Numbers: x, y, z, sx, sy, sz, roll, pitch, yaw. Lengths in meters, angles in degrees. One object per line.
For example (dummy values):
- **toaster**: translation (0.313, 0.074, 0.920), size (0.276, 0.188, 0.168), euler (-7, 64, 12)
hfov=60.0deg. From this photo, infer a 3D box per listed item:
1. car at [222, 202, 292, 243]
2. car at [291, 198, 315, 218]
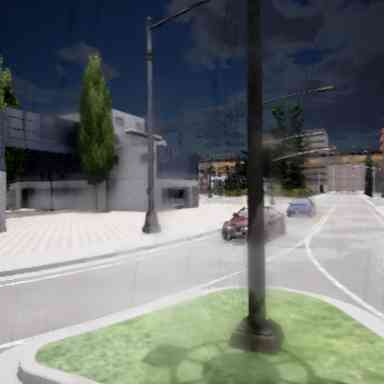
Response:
- **car**: translation (2.993, 1.360, 15.325), size (1.812, 1.442, 4.674), euler (0, 1, 30)
- **car**: translation (8.810, 1.202, 26.750), size (1.812, 1.442, 4.674), euler (0, 1, 26)
